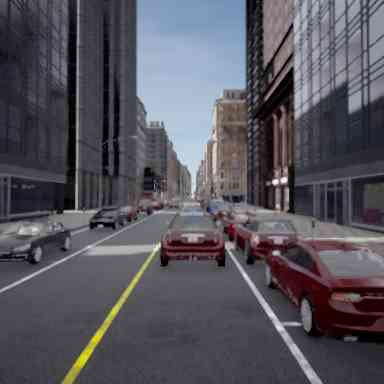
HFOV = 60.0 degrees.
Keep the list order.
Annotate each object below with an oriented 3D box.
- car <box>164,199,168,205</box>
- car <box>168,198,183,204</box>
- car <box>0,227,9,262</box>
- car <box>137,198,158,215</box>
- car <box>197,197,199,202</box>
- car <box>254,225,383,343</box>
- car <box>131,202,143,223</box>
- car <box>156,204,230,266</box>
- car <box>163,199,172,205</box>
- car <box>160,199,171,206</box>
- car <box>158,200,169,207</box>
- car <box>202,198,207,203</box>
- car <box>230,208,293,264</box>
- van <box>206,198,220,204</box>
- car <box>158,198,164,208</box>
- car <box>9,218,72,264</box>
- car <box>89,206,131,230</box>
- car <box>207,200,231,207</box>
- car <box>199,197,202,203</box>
[{"bbox_3d":[-5.857,1.967,57.265,2.192,1.841,5.009,1,-1,0],"label":"car"},{"bbox_3d":[-3.057,2.203,57.517,2.033,1.411,5.357,0,-1,1],"label":"car"},{"bbox_3d":[-5.850,1.599,6.475,1.752,1.417,4.829,1,-1,0],"label":"car"},{"bbox_3d":[-5.854,1.772,40.392,2.192,1.841,5.009,1,-1,0],"label":"car"},{"bbox_3d":[2.667,2.098,68.506,2.192,1.841,5.009,1,-1,0],"label":"car"},{"bbox_3d":[2.675,1.620,6.640,1.887,1.381,4.507,1,-1,0],"label":"car"},{"bbox_3d":[-5.855,1.873,29.142,1.887,1.381,4.507,1,-1,0],"label":"car"},{"bbox_3d":[0.043,1.490,12.260,2.097,1.767,4.553,0,-1,0],"label":"car"},{"bbox_3d":[-5.863,2.438,79.590,1.752,1.417,4.829,1,-1,0],"label":"car"},{"bbox_3d":[-5.862,2.394,74.135,1.887,1.381,4.507,1,-1,0],"label":"car"},{"bbox_3d":[-5.861,2.307,68.341,1.752,1.417,4.829,1,-1,0],"label":"car"},{"bbox_3d":[2.671,1.772,40.386,2.192,1.841,5.009,1,-1,0],"label":"car"},{"bbox_3d":[2.675,1.579,12.265,1.967,1.590,4.097,1,-1,0],"label":"car"},{"bbox_3d":[2.672,1.733,34.762,1.690,1.788,3.998,1,-1,0],"label":"van"},{"bbox_3d":[-5.858,2.131,51.638,1.887,1.381,4.507,1,-1,0],"label":"car"},{"bbox_3d":[-5.852,1.689,12.269,2.008,1.369,4.403,1,-1,0],"label":"car"},{"bbox_3d":[-5.854,1.831,23.517,1.947,1.339,4.313,1,-1,0],"label":"car"},{"bbox_3d":[2.672,1.768,29.137,1.967,1.590,4.097,1,-1,0],"label":"car"},{"bbox_3d":[2.668,2.092,57.256,1.967,1.590,4.097,1,-1,0],"label":"car"}]
